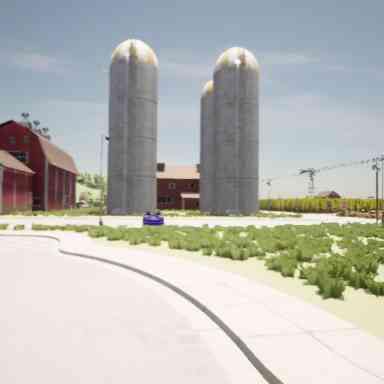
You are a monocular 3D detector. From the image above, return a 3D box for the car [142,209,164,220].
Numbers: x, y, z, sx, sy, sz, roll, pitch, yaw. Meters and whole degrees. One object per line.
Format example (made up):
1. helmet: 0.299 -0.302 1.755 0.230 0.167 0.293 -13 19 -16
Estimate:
1. car: -3.885 2.528 33.106 2.242 1.667 4.611 1 -2 -8
